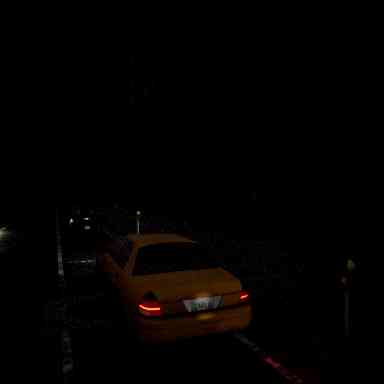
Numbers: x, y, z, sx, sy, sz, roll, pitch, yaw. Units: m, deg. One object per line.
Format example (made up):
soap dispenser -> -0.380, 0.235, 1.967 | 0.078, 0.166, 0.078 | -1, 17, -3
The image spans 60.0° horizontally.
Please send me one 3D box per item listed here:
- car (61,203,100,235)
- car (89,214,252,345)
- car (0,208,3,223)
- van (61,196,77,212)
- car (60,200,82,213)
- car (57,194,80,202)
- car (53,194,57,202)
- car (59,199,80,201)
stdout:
car -> -6.080, 1.551, 18.722 | 2.008, 1.369, 4.403 | 0, 0, -22
car -> -0.837, 1.457, 6.770 | 1.801, 1.575, 5.366 | 0, 0, -22
car -> -14.005, 1.478, 22.316 | 1.882, 1.535, 5.008 | 0, 0, -22
van -> -14.503, 1.342, 39.148 | 1.690, 1.788, 3.998 | 0, 0, -22
car -> -8.186, 1.551, 23.828 | 2.008, 1.369, 4.403 | 0, 0, -22
car -> -12.397, 1.316, 34.042 | 2.192, 1.841, 5.009 | 0, 0, -22
car -> -31.499, 1.469, 79.615 | 1.967, 1.590, 4.097 | 0, 0, -24
car -> -10.292, 1.567, 28.935 | 1.947, 1.339, 4.313 | 0, 0, -22
